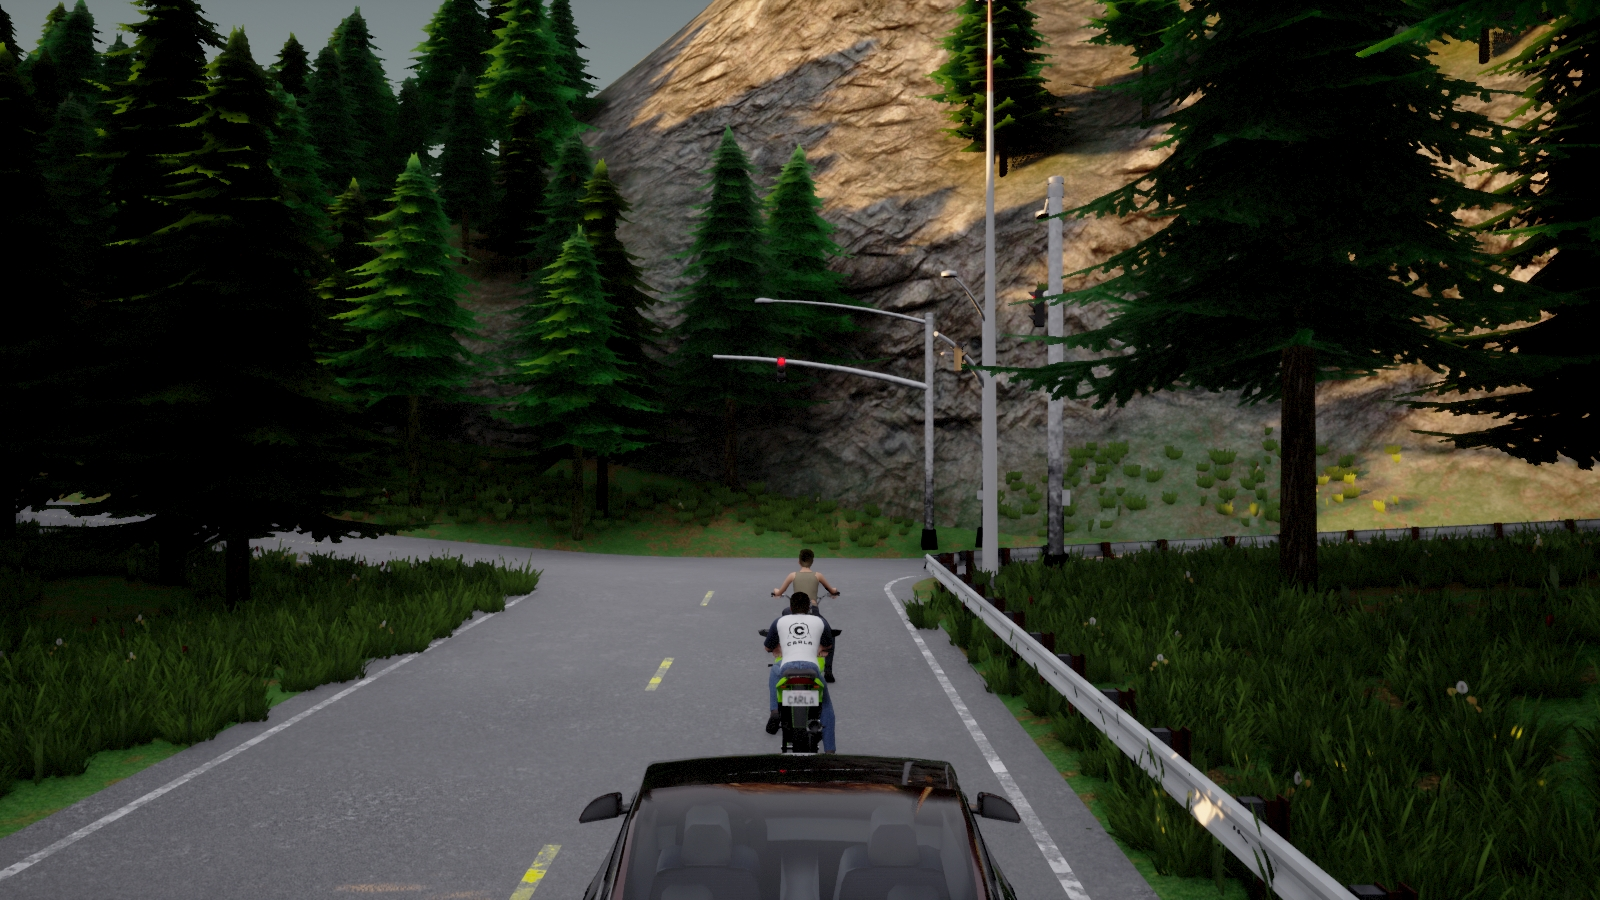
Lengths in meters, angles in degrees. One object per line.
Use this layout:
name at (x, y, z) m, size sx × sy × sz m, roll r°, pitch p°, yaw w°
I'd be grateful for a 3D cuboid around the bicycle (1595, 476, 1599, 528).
bicycle at (21.720, 1.356, 29.476) m, size 1.835 × 1.471 × 0.329 m, roll -5°, pitch -2°, yaw 26°

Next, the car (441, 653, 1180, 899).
car at (0.029, 2.063, 5.012) m, size 2.163 × 1.488 × 4.792 m, roll 0°, pitch 0°, yaw 0°

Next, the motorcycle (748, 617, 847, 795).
motorcycle at (-0.020, 2.213, 10.238) m, size 0.803 × 1.145 × 2.033 m, roll 0°, pitch 0°, yaw 0°
